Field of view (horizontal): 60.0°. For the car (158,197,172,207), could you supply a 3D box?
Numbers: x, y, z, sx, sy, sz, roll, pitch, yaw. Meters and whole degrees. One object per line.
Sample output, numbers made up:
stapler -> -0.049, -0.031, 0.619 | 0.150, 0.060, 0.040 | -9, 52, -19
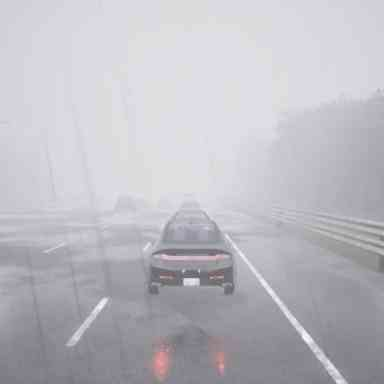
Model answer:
car -> -3.926, 1.389, 48.064 | 2.033, 1.411, 5.357 | 0, 0, -1

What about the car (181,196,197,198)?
car -> -0.185, 1.438, 36.610 | 1.994, 1.385, 4.181 | 0, 0, -1

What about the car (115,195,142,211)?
car -> -7.197, 1.185, 37.235 | 2.097, 1.767, 4.553 | 0, 0, -1

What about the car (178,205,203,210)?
car -> -0.050, 1.514, 15.751 | 1.895, 1.301, 4.718 | 0, 0, 0

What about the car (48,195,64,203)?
car -> -25.458, 1.258, 62.789 | 1.994, 1.385, 4.181 | 0, 0, -1

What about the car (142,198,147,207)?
car -> -7.396, 1.423, 46.802 | 1.895, 1.301, 4.718 | 0, 0, -1

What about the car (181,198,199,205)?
car -> -0.123, 1.440, 25.296 | 2.033, 1.411, 5.357 | 0, 0, 0

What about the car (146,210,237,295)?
car -> -0.016, 1.434, 8.546 | 2.128, 1.511, 4.902 | 0, 0, 0

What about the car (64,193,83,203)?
car -> -21.974, 1.072, 63.134 | 2.097, 1.767, 4.553 | 0, 0, -1

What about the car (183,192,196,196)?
car -> -0.404, 1.084, 47.441 | 2.150, 2.045, 5.566 | 0, 0, -1

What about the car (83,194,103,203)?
car -> -18.482, 1.093, 63.101 | 2.097, 1.767, 4.553 | 0, 0, -1
